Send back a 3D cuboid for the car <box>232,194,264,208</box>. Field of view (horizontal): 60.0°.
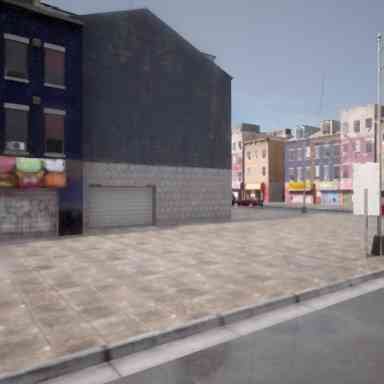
[{"bbox_3d":[7.234,1.256,42.833,1.887,1.381,4.507,1,0,-35],"label":"car"}]

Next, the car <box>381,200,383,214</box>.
[{"bbox_3d":[16.660,1.414,29.521,1.887,1.381,4.507,1,0,-35],"label":"car"}]
